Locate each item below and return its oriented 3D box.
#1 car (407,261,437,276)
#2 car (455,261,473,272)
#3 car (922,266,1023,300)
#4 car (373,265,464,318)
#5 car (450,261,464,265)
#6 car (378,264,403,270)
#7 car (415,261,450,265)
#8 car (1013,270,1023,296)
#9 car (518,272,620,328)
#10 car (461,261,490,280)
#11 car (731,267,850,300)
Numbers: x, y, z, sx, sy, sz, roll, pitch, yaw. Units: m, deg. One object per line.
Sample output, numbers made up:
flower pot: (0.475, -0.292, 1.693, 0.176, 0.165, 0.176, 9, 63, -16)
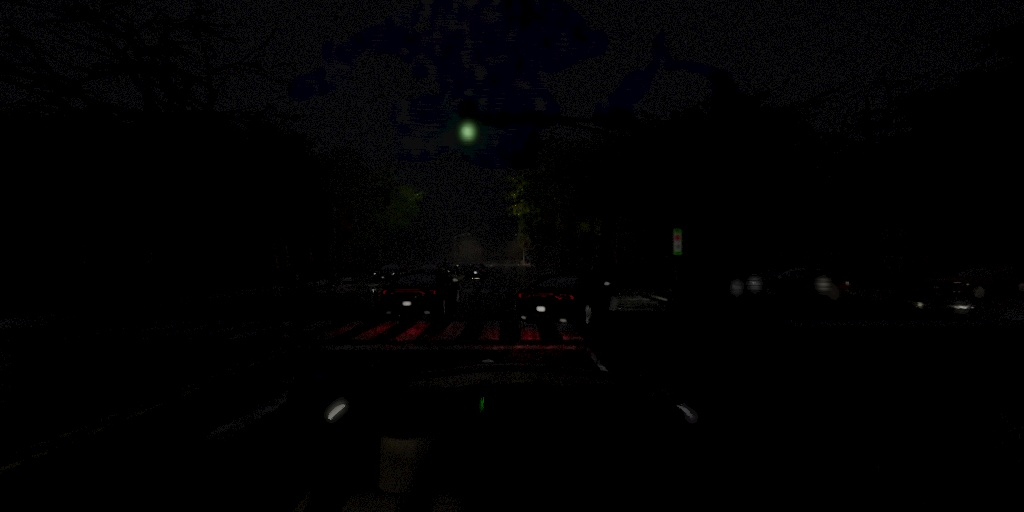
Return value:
car: (-9.833, 1.354, 39.597, 2.128, 1.511, 4.902, 0, 0, 0)
car: (-6.544, 1.420, 49.184, 1.812, 1.442, 4.674, 0, 0, 0)
car: (22.756, 1.234, 17.123, 5.008, 1.535, 1.882, 0, 0, 0)
car: (-3.148, 1.260, 13.212, 1.882, 1.535, 5.008, 0, 0, 0)
car: (-6.591, 1.425, 39.087, 1.994, 1.385, 4.181, 0, 0, 0)
car: (-9.850, 1.357, 29.489, 1.812, 1.442, 4.674, 0, 0, -1)
car: (-6.599, 1.356, 29.228, 1.812, 1.442, 4.674, 0, 0, 0)
car: (23.617, 1.351, 14.181, 4.718, 1.301, 1.895, 0, 0, 0)
car: (2.001, 1.253, 11.717, 1.882, 1.535, 5.008, -1, -1, 30)
car: (-3.146, 1.405, 32.958, 1.994, 1.385, 4.181, 0, 0, 0)
car: (13.186, 1.260, 17.136, 4.902, 1.511, 2.128, 0, 0, 0)
